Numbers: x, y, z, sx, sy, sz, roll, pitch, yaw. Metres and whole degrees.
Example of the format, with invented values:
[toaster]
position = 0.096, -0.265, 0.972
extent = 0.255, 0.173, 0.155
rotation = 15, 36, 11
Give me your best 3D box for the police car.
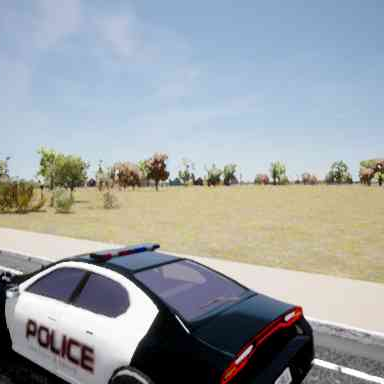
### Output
[police car]
position = -1.126, 1.496, 4.413
extent = 4.974, 1.542, 2.038
rotation = 0, 0, 36
